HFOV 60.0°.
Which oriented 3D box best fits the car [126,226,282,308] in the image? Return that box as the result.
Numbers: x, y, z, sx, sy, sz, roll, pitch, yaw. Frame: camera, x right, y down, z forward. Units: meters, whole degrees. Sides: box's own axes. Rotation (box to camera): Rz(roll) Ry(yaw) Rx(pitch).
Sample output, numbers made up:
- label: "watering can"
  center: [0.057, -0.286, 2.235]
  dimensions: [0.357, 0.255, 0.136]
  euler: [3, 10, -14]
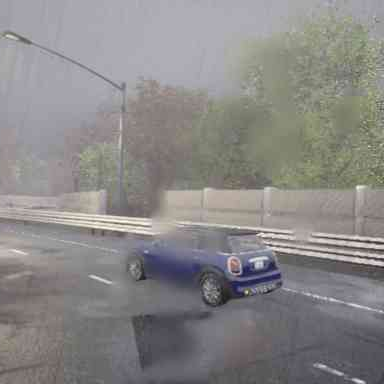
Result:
- label: "car"
  center: [0.089, 1.719, 9.218]
  dimensions: [2.097, 1.767, 4.553]
  euler: [3, -3, -43]
